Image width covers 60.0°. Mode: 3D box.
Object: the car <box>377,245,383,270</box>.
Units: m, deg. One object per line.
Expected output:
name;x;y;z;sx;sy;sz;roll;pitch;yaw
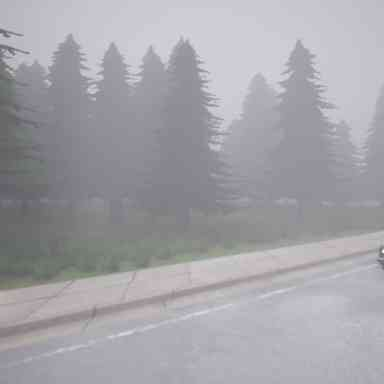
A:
car;7.035;1.580;9.111;4.718;1.301;1.895;0;0;-36
